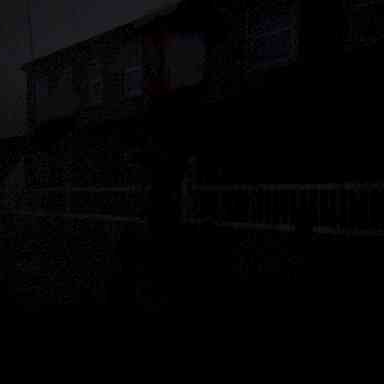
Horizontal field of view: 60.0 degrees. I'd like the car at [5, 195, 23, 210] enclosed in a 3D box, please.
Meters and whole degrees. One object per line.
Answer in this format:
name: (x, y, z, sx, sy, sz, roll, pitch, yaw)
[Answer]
car: (-15.397, 1.057, 27.943, 1.994, 1.385, 4.181, 0, 14, 34)
